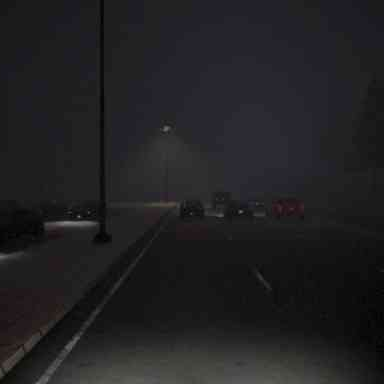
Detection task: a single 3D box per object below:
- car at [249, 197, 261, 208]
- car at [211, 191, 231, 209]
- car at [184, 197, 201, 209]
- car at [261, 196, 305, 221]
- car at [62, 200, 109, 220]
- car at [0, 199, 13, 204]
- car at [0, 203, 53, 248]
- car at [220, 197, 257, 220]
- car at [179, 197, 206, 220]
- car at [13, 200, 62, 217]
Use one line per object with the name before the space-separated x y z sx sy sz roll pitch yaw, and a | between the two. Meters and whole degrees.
car | 7.020 1.263 38.011 2.033 1.411 5.357 0 0 0
car | 3.537 0.924 40.085 2.150 2.045 5.566 0 1 1
car | 0.038 1.300 40.154 1.895 1.301 4.718 0 0 0
car | 7.001 1.160 25.509 2.097 1.767 4.553 0 0 0
car | -8.037 1.350 26.385 2.033 1.411 5.357 0 0 1
car | -15.042 1.310 25.932 1.837 1.490 4.892 0 1 1
car | -8.029 1.417 14.353 1.812 1.442 4.674 0 0 0
car | 3.504 1.370 25.839 1.994 1.385 4.181 0 0 0
car | 0.007 1.299 25.686 2.128 1.511 4.902 0 0 0
car | -11.540 1.350 26.315 2.033 1.411 5.357 0 0 0
